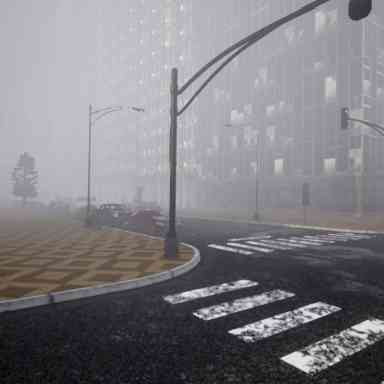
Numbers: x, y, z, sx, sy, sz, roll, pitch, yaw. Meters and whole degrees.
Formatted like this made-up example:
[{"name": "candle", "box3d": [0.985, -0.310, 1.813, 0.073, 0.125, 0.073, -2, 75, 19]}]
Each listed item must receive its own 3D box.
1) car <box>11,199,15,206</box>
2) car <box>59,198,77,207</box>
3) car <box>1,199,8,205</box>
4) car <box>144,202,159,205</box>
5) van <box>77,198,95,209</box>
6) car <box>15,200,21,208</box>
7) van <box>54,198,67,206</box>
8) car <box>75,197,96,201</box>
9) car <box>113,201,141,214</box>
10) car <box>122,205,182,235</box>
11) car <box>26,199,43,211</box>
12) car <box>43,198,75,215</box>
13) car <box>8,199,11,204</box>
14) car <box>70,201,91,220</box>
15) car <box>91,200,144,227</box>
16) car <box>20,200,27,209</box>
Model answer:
[{"name": "car", "box3d": [-31.535, 2.123, 61.307, 2.008, 1.369, 4.403, 1, -1, -35]}, {"name": "car", "box3d": [-24.666, 2.036, 66.109, 2.192, 1.841, 5.009, 1, -1, -35]}, {"name": "car", "box3d": [-41.302, 2.287, 75.282, 2.008, 1.369, 4.403, 1, -1, -35]}, {"name": "car", "box3d": [-5.130, 1.833, 38.158, 1.967, 1.590, 4.097, 1, -1, -35]}, {"name": "van", "box3d": [-18.154, 1.953, 56.792, 1.690, 1.788, 3.998, 1, -1, -35]}, {"name": "car", "box3d": [-28.278, 2.062, 56.649, 1.887, 1.381, 4.507, 1, -1, -35]}, {"name": "van", "box3d": [-27.921, 2.117, 70.767, 1.690, 1.788, 3.998, 1, -1, -35]}, {"name": "car", "box3d": [-15.614, 1.709, 48.661, 2.150, 2.045, 5.566, 1, -1, -35]}, {"name": "car", "box3d": [-8.483, 1.974, 42.954, 1.752, 1.417, 4.829, 1, -1, -35]}, {"name": "car", "box3d": [-2.232, 1.662, 19.382, 1.802, 1.307, 4.206, 1, -1, -35]}, {"name": "car", "box3d": [-21.767, 1.959, 47.332, 2.008, 1.369, 4.403, 1, -1, -35]}, {"name": "car", "box3d": [-15.255, 1.739, 38.017, 1.967, 1.590, 4.097, 1, -1, -35]}, {"name": "car", "box3d": [-34.791, 2.209, 65.965, 1.802, 1.307, 4.206, 1, -1, -35]}, {"name": "car", "box3d": [-8.646, 1.713, 28.560, 1.752, 1.417, 4.829, 1, -1, -35]}, {"name": "car", "box3d": [-5.487, 1.575, 24.042, 1.967, 1.590, 4.097, 1, -1, -35]}, {"name": "car", "box3d": [-25.023, 2.029, 51.990, 1.947, 1.339, 4.313, 1, -1, -35]}]
